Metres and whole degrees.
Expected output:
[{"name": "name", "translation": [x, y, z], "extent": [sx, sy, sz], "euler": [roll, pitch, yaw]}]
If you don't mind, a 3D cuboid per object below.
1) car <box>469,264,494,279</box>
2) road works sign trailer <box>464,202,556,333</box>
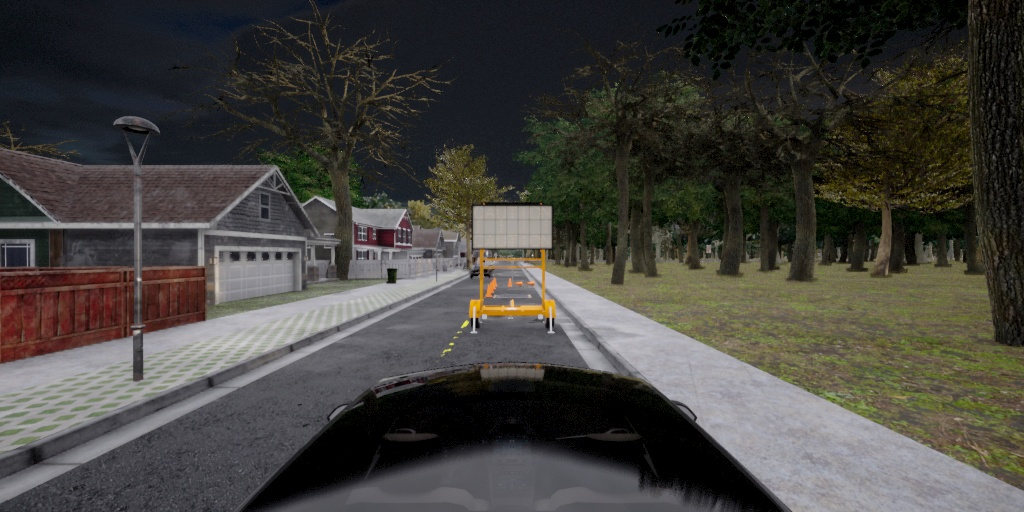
[{"name": "car", "translation": [-2.701, 1.357, 32.268], "extent": [1.895, 1.301, 4.718], "euler": [0, 0, 0]}, {"name": "road works sign trailer", "translation": [0.015, 0.214, 10.684], "extent": [2.380, 3.560, 2.880], "euler": [0, 0, 0]}]
